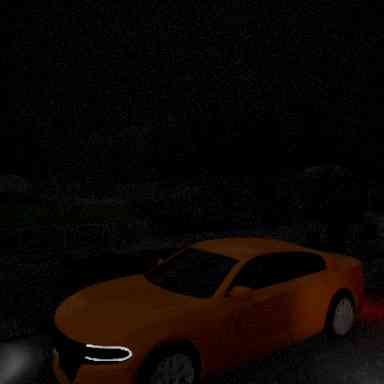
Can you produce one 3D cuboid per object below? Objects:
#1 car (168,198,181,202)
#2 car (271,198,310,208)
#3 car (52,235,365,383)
[{"bbox_3d":[-2.951,1.619,58.210,1.895,1.301,4.718,0,0,-34],"label":"car"},{"bbox_3d":[11.089,1.523,38.012,1.837,1.490,4.892,0,0,-35],"label":"car"},{"bbox_3d":[0.593,1.479,5.002,5.008,1.535,1.882,0,0,-35],"label":"car"}]
